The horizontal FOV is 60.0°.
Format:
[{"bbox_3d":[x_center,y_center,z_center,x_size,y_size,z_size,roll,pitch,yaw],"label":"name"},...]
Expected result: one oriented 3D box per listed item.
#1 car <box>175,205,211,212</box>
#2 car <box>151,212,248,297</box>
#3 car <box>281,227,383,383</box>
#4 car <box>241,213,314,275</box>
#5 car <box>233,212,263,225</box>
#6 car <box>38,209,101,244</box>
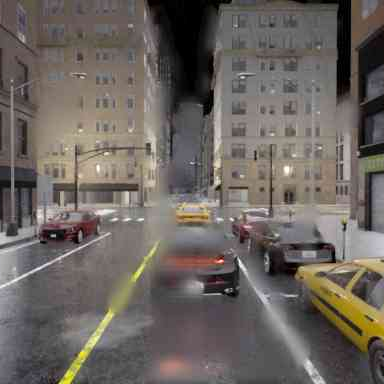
[{"bbox_3d":[0.057,1.472,19.010,1.882,1.535,5.008,0,0,1],"label":"car"},{"bbox_3d":[0.077,1.503,8.583,1.837,1.490,4.892,0,0,0],"label":"car"},{"bbox_3d":[2.872,1.524,4.819,1.752,1.417,4.829,-1,0,0],"label":"car"},{"bbox_3d":[2.880,1.563,10.235,1.947,1.339,4.313,-1,0,0],"label":"car"},{"bbox_3d":[2.887,1.577,15.821,1.802,1.307,4.206,-1,0,0],"label":"car"},{"bbox_3d":[-5.658,1.540,15.829,1.887,1.381,4.507,-1,0,0],"label":"car"}]
